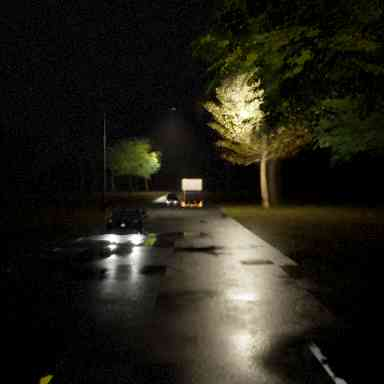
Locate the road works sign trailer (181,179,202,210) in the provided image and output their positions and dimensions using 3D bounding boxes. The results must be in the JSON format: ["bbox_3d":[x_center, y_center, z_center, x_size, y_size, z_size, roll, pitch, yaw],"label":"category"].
[{"bbox_3d":[-0.001,0.206,39.309,2.380,3.560,2.880,0,1,0],"label":"road works sign trailer"}]

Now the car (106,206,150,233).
[{"bbox_3d":[-3.601,1.524,19.335,1.994,1.385,4.181,0,0,0],"label":"car"}]

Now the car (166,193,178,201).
[{"bbox_3d":[-3.535,0.863,59.853,2.033,1.411,5.357,0,1,1],"label":"car"}]
